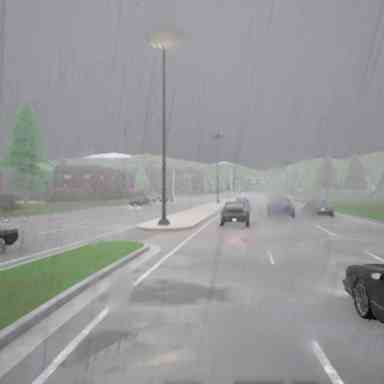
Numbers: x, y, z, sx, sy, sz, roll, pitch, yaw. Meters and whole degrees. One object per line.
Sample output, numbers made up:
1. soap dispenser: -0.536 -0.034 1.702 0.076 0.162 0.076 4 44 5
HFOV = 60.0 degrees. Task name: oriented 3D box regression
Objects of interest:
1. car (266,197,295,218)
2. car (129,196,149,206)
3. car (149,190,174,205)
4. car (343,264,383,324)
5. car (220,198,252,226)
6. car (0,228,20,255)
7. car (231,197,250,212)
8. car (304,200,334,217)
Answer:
1. car: 7.585 1.229 28.738 2.097 1.767 4.553 0 0 10
2. car: -7.627 1.341 49.717 2.033 1.411 5.357 0 0 10
3. car: -4.173 0.636 49.146 2.150 2.045 5.566 0 0 10
4. car: 3.734 1.529 4.120 2.033 1.411 5.357 0 0 4
5. car: 2.990 1.411 22.688 1.837 1.490 4.892 0 1 10
6. car: -7.801 1.560 10.316 1.895 1.301 4.718 0 0 13
7. car: 5.744 1.384 38.542 2.033 1.411 5.357 0 0 10
8. car: 11.347 1.435 29.944 1.994 1.385 4.181 0 0 10
